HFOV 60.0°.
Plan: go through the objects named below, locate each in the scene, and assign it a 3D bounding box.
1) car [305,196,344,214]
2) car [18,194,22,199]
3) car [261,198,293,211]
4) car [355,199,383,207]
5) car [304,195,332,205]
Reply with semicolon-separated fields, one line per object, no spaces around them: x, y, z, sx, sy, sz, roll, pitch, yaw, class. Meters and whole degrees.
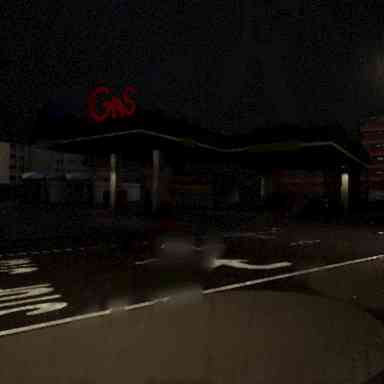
13.924;1.376;34.934;4.611;1.667;2.242;0;0;-34;car
-38.860;0.745;80.270;2.150;2.045;5.566;1;0;38;car
10.038;1.494;39.235;3.806;1.475;1.970;0;0;-34;car
29.322;1.802;54.286;1.895;1.301;4.718;0;0;-35;car
23.554;1.487;62.389;2.097;1.767;4.553;0;0;-35;car
